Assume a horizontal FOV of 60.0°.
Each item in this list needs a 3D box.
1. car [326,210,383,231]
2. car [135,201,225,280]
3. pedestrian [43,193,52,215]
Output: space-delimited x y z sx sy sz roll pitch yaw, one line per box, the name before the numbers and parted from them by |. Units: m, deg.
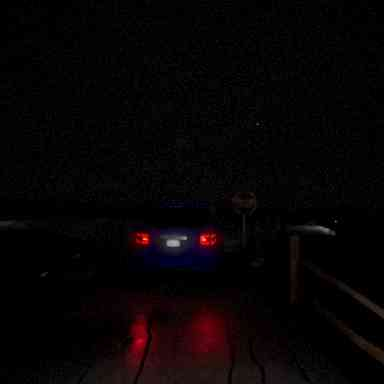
car | 12.797 2.062 24.413 5.357 1.411 2.033 2 2 0
car | -0.149 1.280 10.332 2.150 2.045 5.566 0 0 6
pedestrian | -12.024 0.950 27.556 0.375 1.860 0.375 0 0 0
